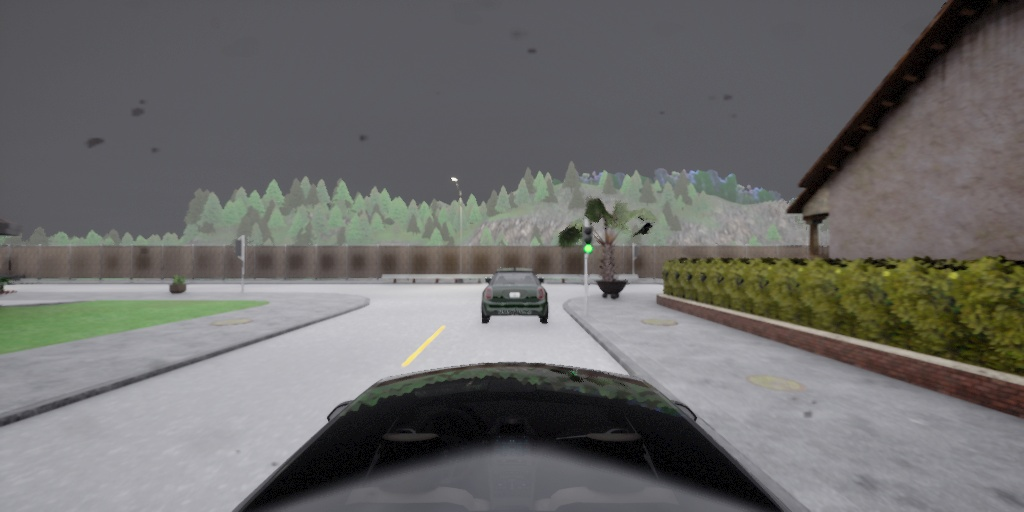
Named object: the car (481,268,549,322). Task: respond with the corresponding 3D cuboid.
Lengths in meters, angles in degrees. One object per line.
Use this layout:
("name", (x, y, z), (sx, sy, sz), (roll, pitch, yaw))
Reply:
("car", (0.095, 1.200, 12.830), (2.097, 1.767, 4.553), (0, 0, 0))
